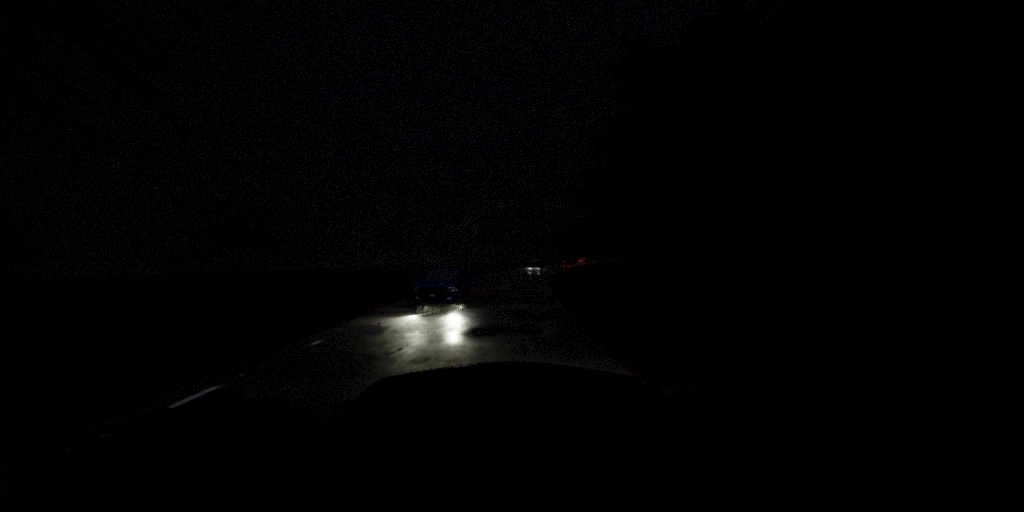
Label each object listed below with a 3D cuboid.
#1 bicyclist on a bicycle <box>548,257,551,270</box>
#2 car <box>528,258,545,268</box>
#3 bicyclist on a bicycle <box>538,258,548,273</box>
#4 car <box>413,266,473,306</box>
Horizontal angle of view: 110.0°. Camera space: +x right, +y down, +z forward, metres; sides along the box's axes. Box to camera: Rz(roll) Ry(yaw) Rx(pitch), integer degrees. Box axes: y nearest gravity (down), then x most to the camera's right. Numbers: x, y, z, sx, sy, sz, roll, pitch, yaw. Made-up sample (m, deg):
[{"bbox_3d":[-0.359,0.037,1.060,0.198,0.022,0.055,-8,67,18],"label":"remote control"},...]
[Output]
[{"bbox_3d":[4.773,1.047,45.831,0.659,1.776,1.843,0,1,12],"label":"bicyclist on a bicycle"},{"bbox_3d":[4.006,1.126,58.155,1.812,1.442,4.674,0,1,17],"label":"car"},{"bbox_3d":[3.070,1.080,37.145,0.659,1.776,1.843,0,0,9],"label":"bicyclist on a bicycle"},{"bbox_3d":[-2.920,1.217,16.018,1.882,1.535,5.008,0,0,2],"label":"car"}]
